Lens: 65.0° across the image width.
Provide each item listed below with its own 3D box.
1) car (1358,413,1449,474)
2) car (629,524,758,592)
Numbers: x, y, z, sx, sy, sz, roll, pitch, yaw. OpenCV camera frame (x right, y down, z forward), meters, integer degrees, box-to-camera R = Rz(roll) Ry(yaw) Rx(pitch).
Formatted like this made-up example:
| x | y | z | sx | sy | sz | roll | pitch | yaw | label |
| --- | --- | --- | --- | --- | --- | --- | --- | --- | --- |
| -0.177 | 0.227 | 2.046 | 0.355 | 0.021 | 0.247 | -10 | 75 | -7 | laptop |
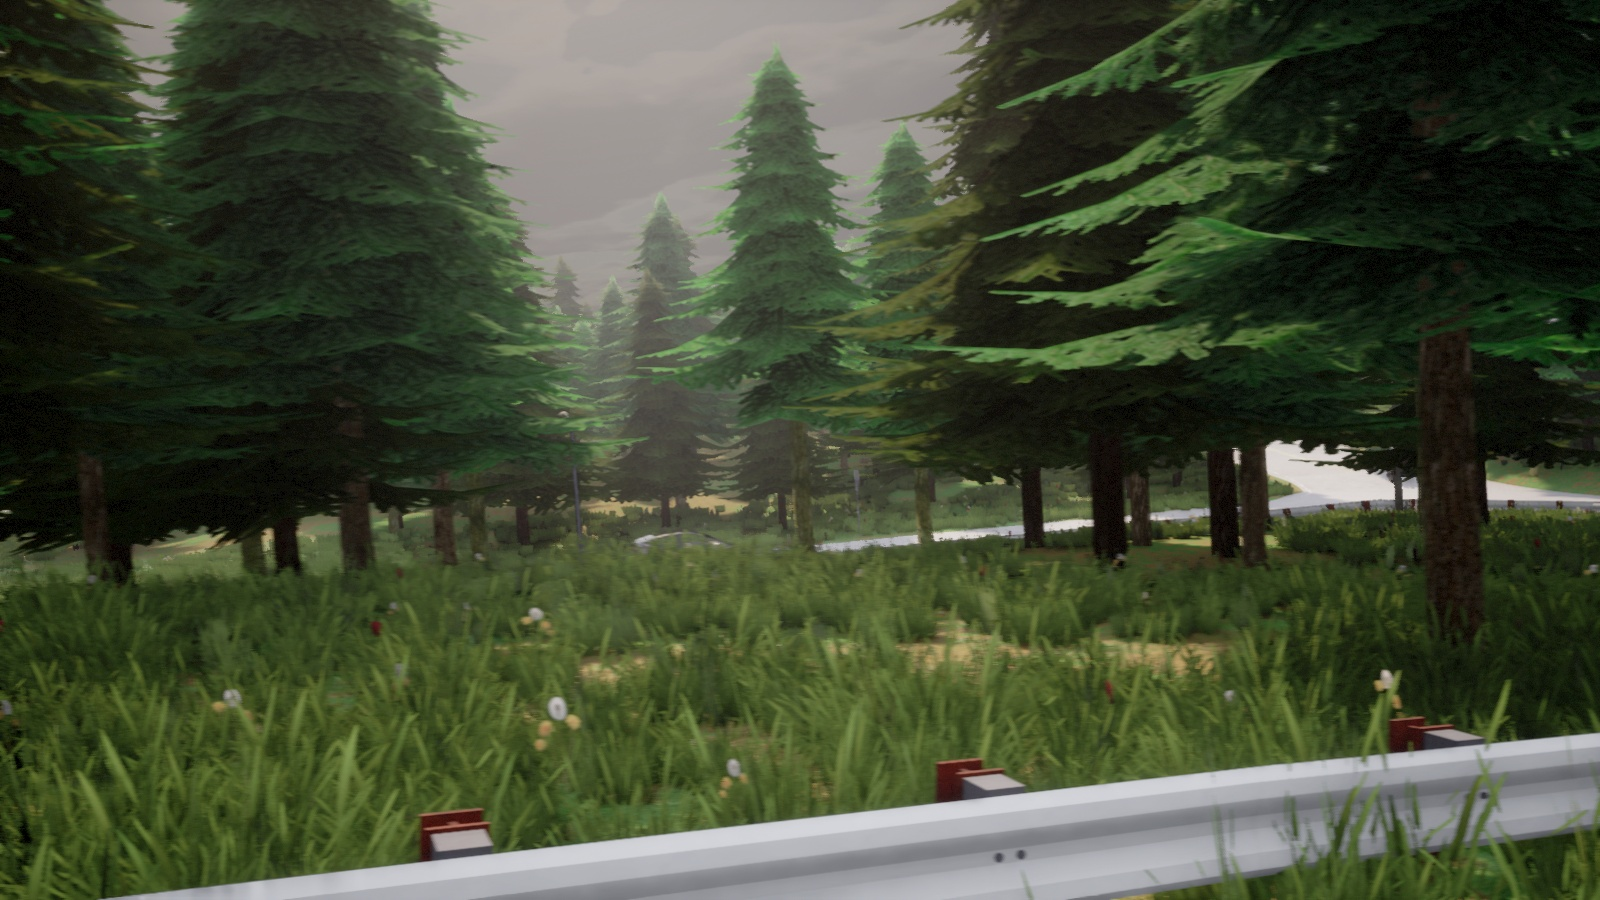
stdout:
| x | y | z | sx | sy | sz | roll | pitch | yaw | label |
| --- | --- | --- | --- | --- | --- | --- | --- | --- | --- |
| 28.405 | -0.351 | 59.321 | 2.150 | 2.045 | 5.566 | -4 | 7 | 7 | car |
| -3.379 | 3.364 | 39.666 | 3.705 | 1.549 | 1.789 | -6 | 3 | -13 | car |
